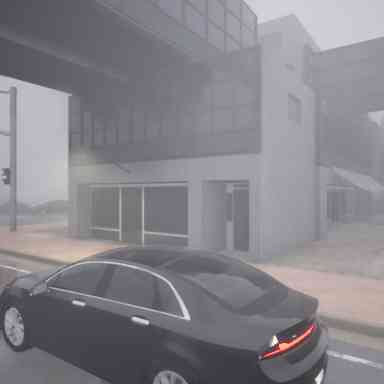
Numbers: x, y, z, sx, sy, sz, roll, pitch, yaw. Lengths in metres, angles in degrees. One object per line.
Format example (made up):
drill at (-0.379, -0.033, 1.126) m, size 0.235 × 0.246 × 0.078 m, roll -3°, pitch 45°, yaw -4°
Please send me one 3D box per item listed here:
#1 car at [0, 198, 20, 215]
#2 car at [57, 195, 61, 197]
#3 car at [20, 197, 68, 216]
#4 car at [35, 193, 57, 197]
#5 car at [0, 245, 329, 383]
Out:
car at (-18.329, 1.564, 33.134) m, size 1.994 × 1.385 × 4.181 m, roll 0°, pitch 0°, yaw 36°
car at (-29.458, 1.364, 72.184) m, size 3.905 × 1.438 × 1.784 m, roll 0°, pitch 0°, yaw 35°
car at (-13.952, 1.505, 33.186) m, size 1.837 × 1.490 × 4.892 m, roll 0°, pitch 0°, yaw 36°
car at (-31.186, 1.153, 69.859) m, size 4.605 × 1.855 × 1.932 m, roll 0°, pitch 0°, yaw 35°
car at (-0.773, 1.505, 4.544) m, size 4.892 × 1.490 × 1.837 m, roll 0°, pitch 0°, yaw 36°
